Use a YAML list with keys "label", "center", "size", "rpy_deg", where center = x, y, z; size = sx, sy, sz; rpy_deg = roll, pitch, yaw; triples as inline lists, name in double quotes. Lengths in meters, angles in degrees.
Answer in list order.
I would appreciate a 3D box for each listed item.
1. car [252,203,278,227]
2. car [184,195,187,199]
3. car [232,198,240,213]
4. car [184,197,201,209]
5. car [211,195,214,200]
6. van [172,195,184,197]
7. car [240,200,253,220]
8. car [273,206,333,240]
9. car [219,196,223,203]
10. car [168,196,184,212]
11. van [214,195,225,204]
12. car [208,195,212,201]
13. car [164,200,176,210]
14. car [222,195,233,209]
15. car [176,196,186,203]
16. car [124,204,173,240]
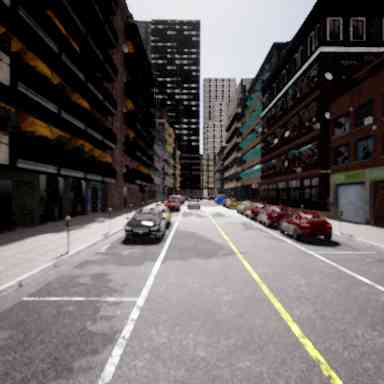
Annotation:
- label: "car"
  center: [5.615, 1.569, 22.476]
  size: [1.887, 1.381, 4.507]
  rpy_deg: [1, 0, 0]
- label: "car"
  center: [-2.361, 1.562, 62.274]
  size: [1.887, 1.381, 4.507]
  rpy_deg: [1, 0, 0]
- label: "car"
  center: [5.588, 1.552, 34.025]
  size: [1.752, 1.417, 4.829]
  rpy_deg: [1, 0, 0]
- label: "car"
  center: [0.239, 1.610, 44.809]
  size: [1.895, 1.301, 4.718]
  rpy_deg: [0, 0, 0]
- label: "car"
  center: [5.505, 1.585, 68.162]
  size: [1.752, 1.417, 4.829]
  rpy_deg: [1, 0, 0]
- label: "van"
  center: [-2.317, 1.339, 45.204]
  size: [1.690, 1.788, 3.998]
  rpy_deg: [1, 0, 0]
- label: "car"
  center: [5.602, 1.570, 28.165]
  size: [1.887, 1.381, 4.507]
  rpy_deg: [1, 0, 0]
- label: "car"
  center: [5.629, 1.606, 16.786]
  size: [1.802, 1.307, 4.206]
  rpy_deg: [1, 0, 0]
- label: "car"
  center: [5.546, 1.620, 50.922]
  size: [1.802, 1.307, 4.206]
  rpy_deg: [1, 0, 0]
- label: "car"
  center: [-2.306, 1.539, 39.515]
  size: [1.887, 1.381, 4.507]
  rpy_deg: [1, 0, 0]
- label: "van"
  center: [5.522, 1.393, 62.302]
  size: [1.690, 1.788, 3.998]
  rpy_deg: [1, 0, 0]
- label: "car"
  center: [5.452, 1.537, 90.750]
  size: [1.967, 1.590, 4.097]
  rpy_deg: [1, 0, 0]
- label: "car"
  center: [-2.264, 1.514, 22.276]
  size: [1.752, 1.417, 4.829]
  rpy_deg: [1, 0, 0]
- label: "car"
  center: [5.560, 1.559, 45.403]
  size: [1.752, 1.417, 4.829]
  rpy_deg: [1, 0, 0]
- label: "car"
  center: [-2.388, 1.577, 73.654]
  size: [1.887, 1.381, 4.507]
  rpy_deg: [1, 0, 0]
- label: "car"
  center: [-2.251, 1.540, 16.756]
  size: [2.008, 1.369, 4.403]
  rpy_deg: [1, 0, 0]
